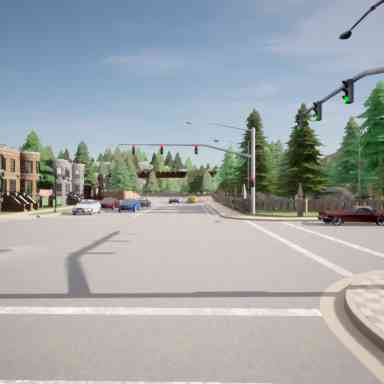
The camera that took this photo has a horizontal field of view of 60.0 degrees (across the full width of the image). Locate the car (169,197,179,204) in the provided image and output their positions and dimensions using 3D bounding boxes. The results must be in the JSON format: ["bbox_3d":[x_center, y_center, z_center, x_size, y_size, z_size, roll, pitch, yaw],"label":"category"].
[{"bbox_3d":[-3.508,1.601,65.155,1.895,1.301,4.718,0,0,0],"label":"car"}]

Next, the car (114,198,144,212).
[{"bbox_3d":[-7.158,1.477,38.319,1.882,1.535,5.008,0,0,0],"label":"car"}]

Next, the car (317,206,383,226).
[{"bbox_3d":[11.151,1.601,22.850,4.718,1.301,1.895,0,0,2],"label":"car"}]

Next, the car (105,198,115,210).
[{"bbox_3d":[-10.658,1.477,43.033,1.882,1.535,5.008,0,0,0],"label":"car"}]

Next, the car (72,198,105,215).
[{"bbox_3d":[-10.652,1.526,33.980,1.812,1.442,4.674,0,0,0],"label":"car"}]

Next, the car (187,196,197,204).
[{"bbox_3d":[-0.007,1.477,64.870,1.882,1.535,5.008,0,0,0],"label":"car"}]

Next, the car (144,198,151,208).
[{"bbox_3d":[-7.146,1.564,48.306,1.994,1.385,4.181,0,0,0],"label":"car"}]
